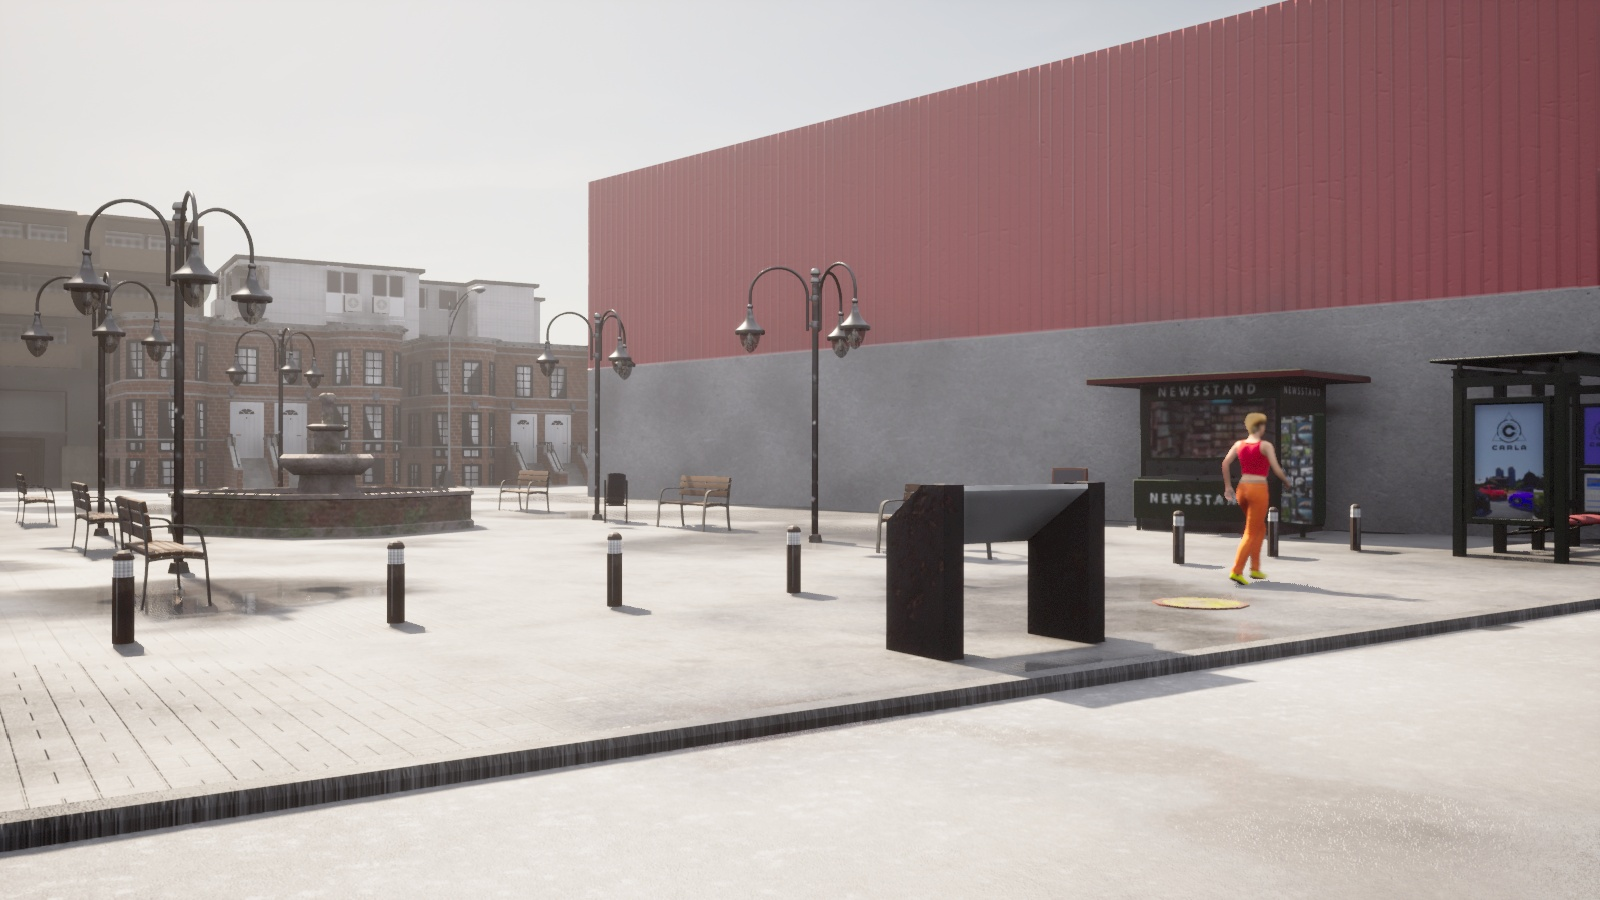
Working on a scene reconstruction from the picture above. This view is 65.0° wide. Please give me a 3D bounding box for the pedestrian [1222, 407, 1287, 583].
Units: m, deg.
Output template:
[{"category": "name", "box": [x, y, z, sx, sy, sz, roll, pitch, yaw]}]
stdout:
[{"category": "pedestrian", "box": [4.837, 0.471, 13.361, 0.594, 1.836, 0.345, 0, 0, -29]}]
